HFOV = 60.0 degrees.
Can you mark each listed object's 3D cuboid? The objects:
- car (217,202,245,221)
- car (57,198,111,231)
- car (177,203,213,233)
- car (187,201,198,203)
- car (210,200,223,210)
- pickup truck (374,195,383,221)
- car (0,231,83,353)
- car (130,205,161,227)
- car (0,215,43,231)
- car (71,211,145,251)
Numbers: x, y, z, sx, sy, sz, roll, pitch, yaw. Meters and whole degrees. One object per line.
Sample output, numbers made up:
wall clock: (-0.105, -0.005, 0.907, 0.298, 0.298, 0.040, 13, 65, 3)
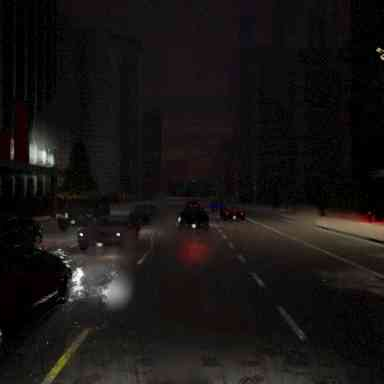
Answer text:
car: (3.614, 1.874, 30.481, 1.895, 1.301, 4.718, 0, -1, 0)
car: (-6.990, 1.422, 22.281, 2.150, 2.045, 5.566, 0, -1, 0)
car: (0.110, 1.696, 21.302, 1.837, 1.490, 4.892, 0, -1, 0)
car: (0.093, 1.886, 42.687, 1.837, 1.490, 4.892, 0, -1, 0)
car: (3.605, 1.896, 46.717, 1.882, 1.535, 5.008, 0, -1, 0)
pickup truck: (16.634, 1.306, 27.620, 2.390, 2.098, 6.274, 0, -1, 31)
car: (-3.577, 1.615, 5.547, 1.994, 1.385, 4.181, 0, -1, 0)
car: (-3.489, 1.704, 25.112, 1.882, 1.535, 5.008, 0, -1, 0)
car: (-7.065, 1.613, 11.872, 1.837, 1.490, 4.892, 0, -1, 0)
car: (-3.545, 1.736, 14.990, 1.895, 1.301, 4.718, 0, -1, 0)
